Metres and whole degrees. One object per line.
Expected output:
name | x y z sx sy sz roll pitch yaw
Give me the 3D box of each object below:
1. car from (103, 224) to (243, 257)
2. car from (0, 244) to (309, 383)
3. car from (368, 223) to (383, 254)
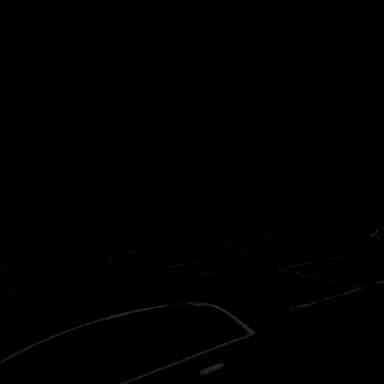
car | -0.688 1.466 6.157 4.097 1.590 1.967 1 -1 -35
car | -1.103 1.509 2.590 4.892 1.490 1.837 1 0 -35
car | 8.496 1.567 12.695 4.097 1.590 1.967 1 -1 -35
